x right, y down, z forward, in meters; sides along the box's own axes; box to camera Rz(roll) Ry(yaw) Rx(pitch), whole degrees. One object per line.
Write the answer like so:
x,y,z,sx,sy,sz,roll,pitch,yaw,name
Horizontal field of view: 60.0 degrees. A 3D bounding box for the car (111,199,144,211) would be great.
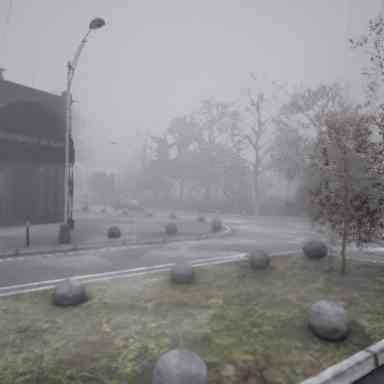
-8.074,1.623,41.698,4.674,1.442,1.812,1,-1,35,car
